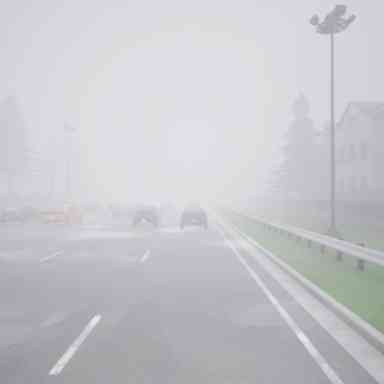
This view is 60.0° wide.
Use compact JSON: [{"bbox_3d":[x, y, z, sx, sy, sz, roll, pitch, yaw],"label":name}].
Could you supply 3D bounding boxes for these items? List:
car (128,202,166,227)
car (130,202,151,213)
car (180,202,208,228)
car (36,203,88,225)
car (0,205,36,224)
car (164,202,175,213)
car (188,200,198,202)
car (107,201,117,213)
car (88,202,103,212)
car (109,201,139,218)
[{"bbox_3d":[-3.358,1.797,25.679,1.837,1.490,4.892,0,-1,0],"label":"car"},{"bbox_3d":[-6.917,2.063,45.581,2.033,1.411,5.357,0,-1,0],"label":"car"},{"bbox_3d":[0.139,1.759,24.533,1.882,1.535,5.008,0,-1,0],"label":"car"},{"bbox_3d":[-10.357,1.778,27.002,1.882,1.535,5.008,0,-1,0],"label":"car"},{"bbox_3d":[-13.856,1.826,27.281,1.812,1.442,4.674,0,-1,0],"label":"car"},{"bbox_3d":[-3.343,2.041,45.282,1.812,1.442,4.674,0,-1,0],"label":"car"},{"bbox_3d":[0.179,1.882,46.426,2.097,1.767,4.553,0,-1,0],"label":"car"},{"bbox_3d":[-10.340,2.018,45.669,1.837,1.490,4.892,0,-1,0],"label":"car"},{"bbox_3d":[-13.839,2.081,46.240,1.994,1.385,4.181,0,-1,0],"label":"car"},{"bbox_3d":[-6.942,1.957,34.830,1.994,1.385,4.181,0,-1,0],"label":"car"}]
